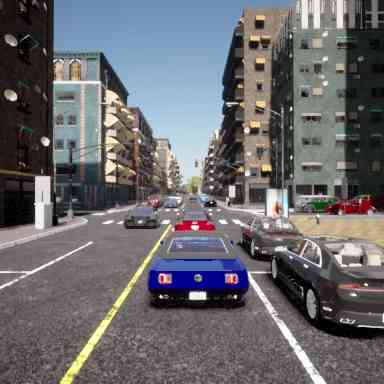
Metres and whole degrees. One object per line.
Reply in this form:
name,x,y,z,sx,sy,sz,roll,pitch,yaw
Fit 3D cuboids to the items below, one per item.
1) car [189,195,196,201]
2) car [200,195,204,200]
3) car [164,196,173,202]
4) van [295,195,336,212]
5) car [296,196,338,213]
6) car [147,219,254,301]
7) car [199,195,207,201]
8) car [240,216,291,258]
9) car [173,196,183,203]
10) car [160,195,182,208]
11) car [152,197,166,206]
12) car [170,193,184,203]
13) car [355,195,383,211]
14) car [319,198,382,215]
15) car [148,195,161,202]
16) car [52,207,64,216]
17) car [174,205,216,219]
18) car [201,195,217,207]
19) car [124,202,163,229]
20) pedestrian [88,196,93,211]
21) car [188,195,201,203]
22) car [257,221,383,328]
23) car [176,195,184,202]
car,0.204,1.561,90.095,1.812,1.442,4.674,0,0,0
car,2.828,1.603,56.234,1.802,1.307,4.206,1,0,0
car,-5.501,1.597,78.578,1.947,1.339,4.313,1,0,0
van,13.848,1.296,37.458,3.998,1.788,1.690,0,0,1
car,13.413,1.272,34.879,4.553,1.767,2.097,0,-1,1
car,0.118,1.603,8.286,1.895,1.301,4.718,0,0,0
car,2.904,1.581,89.661,1.887,1.381,4.507,1,0,0
car,2.858,1.555,12.470,2.008,1.369,4.403,1,0,0
car,-2.853,1.591,68.590,1.994,1.385,4.181,0,0,0
car,-2.992,1.565,48.647,2.033,1.411,5.357,0,0,1
car,-5.552,1.566,56.294,1.887,1.381,4.507,1,0,0
car,-2.945,1.244,58.648,2.150,2.045,5.566,0,0,1
car,19.375,1.228,37.406,5.009,1.841,2.192,0,0,1
car,13.769,1.413,29.077,4.206,1.307,1.802,0,0,1
car,-5.561,1.334,50.723,2.192,1.841,5.009,1,0,0
car,-15.241,1.645,31.882,5.357,1.411,2.033,0,-1,3
car,0.133,1.570,17.149,1.994,1.385,4.181,0,0,0
car,2.815,1.585,50.664,1.947,1.339,4.313,1,0,0
car,-3.135,1.573,21.617,1.994,1.385,4.181,0,0,-3
pedestrian,-12.437,1.347,40.663,0.375,1.860,0.375,0,0,1
car,0.209,1.538,72.171,2.128,1.511,4.902,0,0,0
car,2.846,1.553,6.901,2.008,1.369,4.403,1,0,0
car,-2.821,1.532,78.999,1.837,1.490,4.892,0,0,0
